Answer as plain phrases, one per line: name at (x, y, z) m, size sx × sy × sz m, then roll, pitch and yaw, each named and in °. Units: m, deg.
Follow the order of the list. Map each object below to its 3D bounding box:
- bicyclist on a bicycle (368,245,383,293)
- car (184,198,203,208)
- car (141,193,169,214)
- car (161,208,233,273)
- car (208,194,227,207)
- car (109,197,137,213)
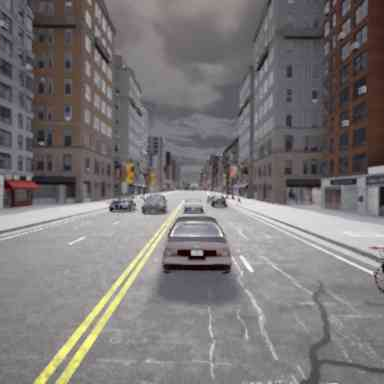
bicyclist on a bicycle at (4.173, 1.404, 6.821) m, size 0.866 × 1.612 × 1.509 m, roll 1°, pitch 1°, yaw 0°
car at (0.160, 1.260, 33.544) m, size 1.895 × 1.301 × 4.718 m, roll 1°, pitch 1°, yaw 0°
car at (-3.292, 1.013, 30.218) m, size 2.097 × 1.767 × 4.553 m, roll 1°, pitch 1°, yaw 0°
car at (0.118, 1.443, 10.233) m, size 2.033 × 1.411 × 5.357 m, roll 1°, pitch 1°, yaw 0°
car at (3.423, 1.121, 43.052) m, size 1.812 × 1.442 × 4.674 m, roll 1°, pitch 0°, yaw 0°
car at (-6.540, 1.180, 31.742) m, size 1.994 × 1.385 × 4.181 m, roll 1°, pitch 0°, yaw 0°
